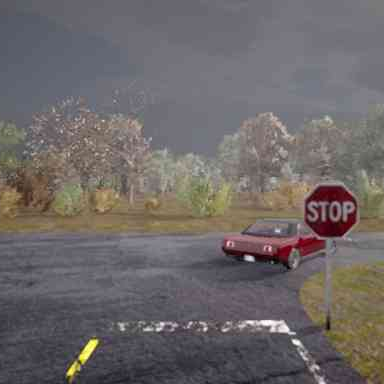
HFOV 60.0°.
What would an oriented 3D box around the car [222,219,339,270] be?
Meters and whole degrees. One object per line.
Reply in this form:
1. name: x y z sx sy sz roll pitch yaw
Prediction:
1. car: 3.094 1.524 10.840 1.895 1.301 4.718 0 0 42
